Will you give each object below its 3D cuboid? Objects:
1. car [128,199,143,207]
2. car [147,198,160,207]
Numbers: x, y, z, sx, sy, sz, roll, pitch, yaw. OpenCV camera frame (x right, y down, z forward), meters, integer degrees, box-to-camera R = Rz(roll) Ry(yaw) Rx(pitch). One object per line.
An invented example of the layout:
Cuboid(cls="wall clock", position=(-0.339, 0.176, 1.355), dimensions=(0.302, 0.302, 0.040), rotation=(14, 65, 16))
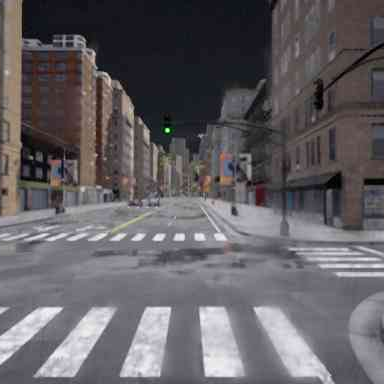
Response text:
Cuboid(cls="car", position=(-9.764, 1.891, 57.802), dimensions=(1.994, 1.385, 4.181), rotation=(0, 0, 0))
Cuboid(cls="car", position=(-6.518, 1.849, 57.474), dimensions=(1.812, 1.442, 4.674), rotation=(0, -1, 0))
